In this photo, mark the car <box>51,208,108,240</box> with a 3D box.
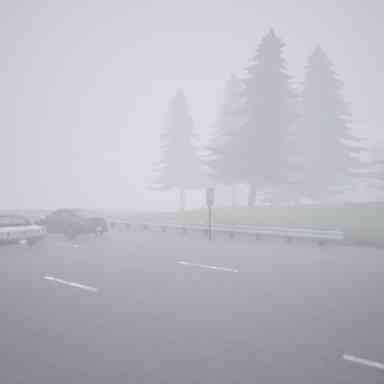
[{"bbox_3d":[-6.236,1.531,16.916,4.674,1.442,1.812,0,0,36],"label":"car"}]

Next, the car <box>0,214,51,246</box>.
[{"bbox_3d":[-8.293,1.616,14.084,4.718,1.301,1.895,0,0,36],"label":"car"}]
